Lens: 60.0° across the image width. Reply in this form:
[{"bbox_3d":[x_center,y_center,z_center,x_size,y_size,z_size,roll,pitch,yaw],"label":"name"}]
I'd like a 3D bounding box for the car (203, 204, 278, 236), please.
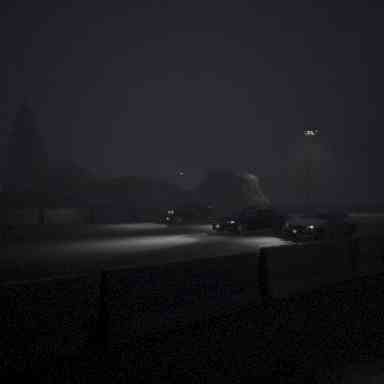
[{"bbox_3d":[3.381,1.604,19.294,4.902,1.511,2.128,1,0,-35],"label":"car"}]

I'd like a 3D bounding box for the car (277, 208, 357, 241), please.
[{"bbox_3d":[6.883,1.659,17.491,4.674,1.442,1.812,1,0,-35],"label":"car"}]

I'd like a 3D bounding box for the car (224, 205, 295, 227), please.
[{"bbox_3d":[5.134,1.715,24.829,5.357,1.411,2.033,1,-1,-35],"label":"car"}]

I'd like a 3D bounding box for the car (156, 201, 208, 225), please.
[{"bbox_3d":[-0.443,1.466,25.163,4.553,1.767,2.097,1,0,-35],"label":"car"}]
